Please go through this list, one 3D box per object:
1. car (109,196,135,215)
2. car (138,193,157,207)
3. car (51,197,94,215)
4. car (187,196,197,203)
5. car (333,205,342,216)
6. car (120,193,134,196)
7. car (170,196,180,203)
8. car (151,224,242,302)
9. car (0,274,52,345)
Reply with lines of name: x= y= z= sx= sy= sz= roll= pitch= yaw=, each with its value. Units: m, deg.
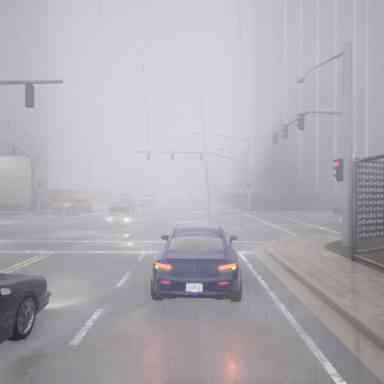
car: x=-7.086 y=1.463 z=33.845 sx=1.882 sy=1.535 sz=5.008 roll=0 pitch=-1 yaw=0
car: x=-7.067 y=1.217 z=52.267 sx=2.150 sy=2.045 sz=5.566 roll=0 pitch=0 yaw=0
car: x=-11.929 y=1.333 z=33.512 sx=2.097 sy=1.767 sz=4.553 roll=0 pitch=-1 yaw=20
car: x=0.020 y=1.543 z=66.914 sx=2.033 sy=1.411 sz=5.357 roll=0 pitch=0 yaw=0
car: x=15.250 y=1.420 z=29.736 sx=5.008 sy=1.535 sz=1.882 roll=0 pitch=0 yaw=0
car: x=-10.564 y=1.218 z=53.456 sx=2.150 sy=2.045 sz=5.566 roll=0 pitch=0 yaw=0
car: x=-3.480 y=1.543 z=66.915 sx=2.033 sy=1.411 sz=5.357 roll=0 pitch=0 yaw=0
car: x=0.160 y=1.525 z=8.182 sx=1.812 sy=1.442 sz=4.674 roll=0 pitch=0 yaw=3
car: x=-3.443 y=1.547 z=3.464 sx=2.033 sy=1.411 sz=5.357 roll=0 pitch=0 yaw=1
